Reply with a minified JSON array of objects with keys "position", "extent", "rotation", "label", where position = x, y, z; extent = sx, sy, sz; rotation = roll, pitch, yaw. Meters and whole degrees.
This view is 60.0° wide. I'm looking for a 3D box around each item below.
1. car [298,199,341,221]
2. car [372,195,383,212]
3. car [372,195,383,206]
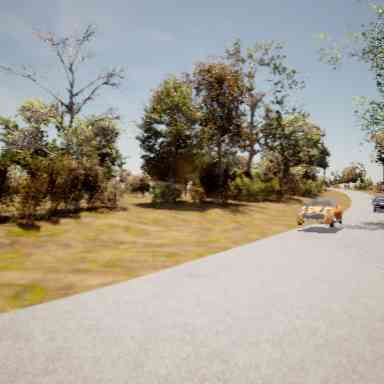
[{"position":[8.135,1.130,20.987],"extent":[2.097,1.767,4.553],"rotation":[1,0,32],"label":"car"},{"position":[23.748,1.513,41.381],"extent":[2.097,1.767,4.553],"rotation":[0,1,30],"label":"car"},{"position":[30.270,1.286,53.742],"extent":[1.837,1.490,4.892],"rotation":[0,2,25],"label":"car"}]
